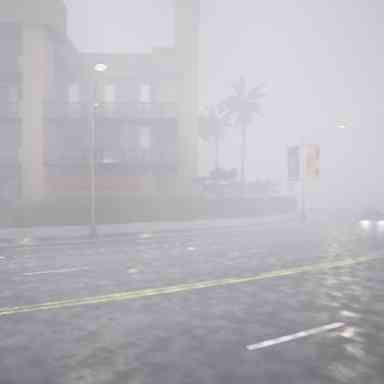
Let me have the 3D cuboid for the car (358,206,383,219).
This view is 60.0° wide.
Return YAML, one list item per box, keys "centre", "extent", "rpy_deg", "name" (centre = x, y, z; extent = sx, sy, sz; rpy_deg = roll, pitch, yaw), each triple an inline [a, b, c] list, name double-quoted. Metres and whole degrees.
- centre: [18.646, 2.100, 34.791]
  extent: [1.895, 1.301, 4.718]
  rpy_deg: [-1, -1, 21]
  name: "car"
